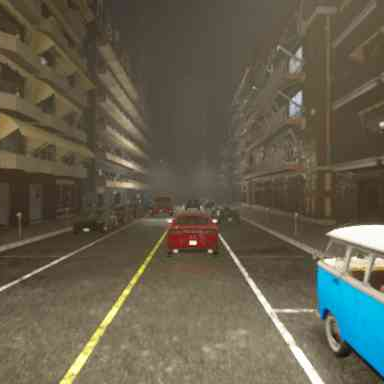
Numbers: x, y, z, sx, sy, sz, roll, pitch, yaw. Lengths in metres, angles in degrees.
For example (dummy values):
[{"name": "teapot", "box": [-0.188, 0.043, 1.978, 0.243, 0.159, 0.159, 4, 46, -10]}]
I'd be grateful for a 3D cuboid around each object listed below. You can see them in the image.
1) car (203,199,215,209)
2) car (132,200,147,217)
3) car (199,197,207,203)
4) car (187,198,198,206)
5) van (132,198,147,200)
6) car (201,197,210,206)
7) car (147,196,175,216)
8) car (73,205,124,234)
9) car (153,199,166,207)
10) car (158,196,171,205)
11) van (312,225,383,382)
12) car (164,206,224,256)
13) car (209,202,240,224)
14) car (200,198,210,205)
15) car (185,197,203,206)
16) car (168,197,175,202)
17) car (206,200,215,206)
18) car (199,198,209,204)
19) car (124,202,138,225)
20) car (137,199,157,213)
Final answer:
[{"name": "car", "box": [2.676, 1.838, 53.405, 1.752, 1.417, 4.829, -1, 0, 0]}, {"name": "car", "box": [-5.702, 1.725, 31.154, 1.887, 1.381, 4.507, 0, 0, 0]}, {"name": "car", "box": [2.673, 2.008, 81.021, 1.752, 1.417, 4.829, -1, 0, 0]}, {"name": "car", "box": [0.094, 1.935, 62.852, 1.994, 1.385, 4.181, 0, 0, 0]}, {"name": "van", "box": [-5.704, 1.553, 36.678, 1.690, 1.788, 3.998, -1, 0, 0]}, {"name": "car", "box": [2.677, 1.829, 47.711, 2.008, 1.369, 4.403, -1, 0, 0]}, {"name": "car", "box": [-3.004, 1.444, 34.685, 2.150, 2.045, 5.566, 0, 0, 0]}, {"name": "car", "box": [-5.700, 1.682, 20.106, 1.947, 1.339, 4.313, 0, 0, 0]}, {"name": "car", "box": [-5.705, 1.911, 58.771, 1.947, 1.339, 4.313, -1, 0, 0]}, {"name": "car", "box": [-5.709, 1.728, 69.818, 2.192, 1.841, 5.009, -1, 0, 0]}, {"name": "van", "box": [2.681, 1.362, 3.527, 1.690, 1.788, 3.998, -1, 0, 0]}, {"name": "car", "box": [0.022, 1.556, 13.479, 1.882, 1.535, 5.008, 0, -1, 0]}, {"name": "car", "box": [2.680, 1.698, 25.618, 2.008, 1.369, 4.403, -1, 0, 0]}, {"name": "car", "box": [2.674, 1.958, 69.804, 1.887, 1.381, 4.507, -1, 0, 0]}, {"name": "car", "box": [0.094, 1.631, 48.021, 2.097, 1.767, 4.553, 0, 0, 0]}, {"name": "car", "box": [-5.709, 2.133, 91.910, 1.802, 1.307, 4.206, -1, 0, 0]}, {"name": "car", "box": [2.679, 1.731, 31.141, 2.008, 1.369, 4.403, -1, 0, 0]}, {"name": "car", "box": [2.674, 1.998, 75.327, 2.008, 1.369, 4.403, -1, 0, 0]}, {"name": "car", "box": [-5.701, 1.692, 25.630, 1.887, 1.381, 4.507, 0, 0, 0]}, {"name": "car", "box": [-5.704, 1.685, 42.201, 1.967, 1.590, 4.097, -1, 0, 0]}]
